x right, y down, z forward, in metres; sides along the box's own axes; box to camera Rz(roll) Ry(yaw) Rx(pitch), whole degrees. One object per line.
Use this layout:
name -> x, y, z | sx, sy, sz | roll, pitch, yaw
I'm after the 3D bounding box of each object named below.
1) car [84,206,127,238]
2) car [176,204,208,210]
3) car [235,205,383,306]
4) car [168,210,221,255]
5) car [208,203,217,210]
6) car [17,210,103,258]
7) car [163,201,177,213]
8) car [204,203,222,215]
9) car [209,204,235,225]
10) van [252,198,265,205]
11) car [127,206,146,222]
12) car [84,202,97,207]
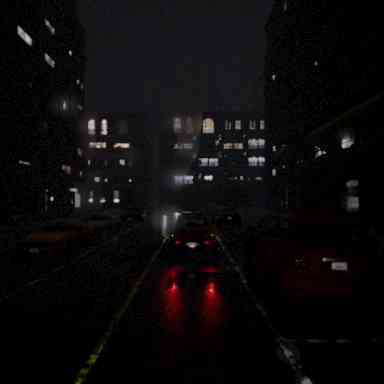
car -> -5.277, 1.747, 19.135 | 1.752, 1.417, 4.829 | 1, -1, 0
car -> 0.035, 1.828, 28.507 | 2.128, 1.511, 4.902 | 0, -1, 0
car -> 2.581, 1.409, 8.205 | 2.192, 1.841, 5.009 | 1, -1, 0
car -> 0.032, 1.685, 13.888 | 1.812, 1.442, 4.674 | 0, 0, 1
car -> 2.588, 1.904, 30.455 | 1.887, 1.381, 4.507 | 1, -1, 0
car -> -5.289, 1.681, 13.572 | 1.752, 1.417, 4.829 | 1, -1, 0
car -> -2.746, 2.049, 44.810 | 1.837, 1.490, 4.892 | 0, -1, 0
car -> 2.593, 2.066, 41.581 | 1.947, 1.339, 4.313 | 1, -1, 0
car -> 2.586, 1.856, 24.890 | 1.947, 1.339, 4.313 | 1, -1, 0
van -> 13.111, 2.041, 61.153 | 3.998, 1.788, 1.690 | 0, -1, 0
car -> -5.259, 1.925, 30.433 | 1.947, 1.339, 4.313 | 1, -1, 0
car -> -19.673, 2.461, 61.116 | 4.403, 1.369, 2.008 | 0, -1, 0
